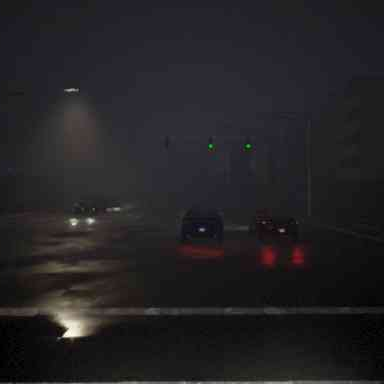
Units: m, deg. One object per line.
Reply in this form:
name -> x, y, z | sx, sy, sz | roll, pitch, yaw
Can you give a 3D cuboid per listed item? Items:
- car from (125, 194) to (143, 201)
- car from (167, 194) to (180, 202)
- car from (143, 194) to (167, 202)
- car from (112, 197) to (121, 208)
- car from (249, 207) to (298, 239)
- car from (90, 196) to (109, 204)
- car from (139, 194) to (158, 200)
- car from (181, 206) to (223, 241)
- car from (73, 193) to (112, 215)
car -> -12.609, 1.117, 72.215 | 1.837, 1.490, 4.892 | 0, 0, -45
car -> -4.243, 1.253, 67.073 | 1.837, 1.490, 4.892 | 0, 0, -32
car -> -7.338, 1.285, 65.439 | 1.812, 1.442, 4.674 | 0, 0, -32
car -> -10.582, 1.428, 44.390 | 1.994, 1.385, 4.181 | 0, 1, -9
car -> 4.056, 1.502, 16.914 | 1.812, 1.442, 4.674 | 0, 0, 3
car -> -17.099, 1.441, 61.137 | 1.895, 1.301, 4.718 | 0, 0, -35
car -> -9.696, 1.089, 74.227 | 1.812, 1.442, 4.674 | 0, 0, -45
car -> 0.541, 1.452, 16.653 | 1.882, 1.535, 5.008 | 0, 0, 2
car -> -9.954, 1.145, 33.043 | 2.150, 2.045, 5.566 | 0, 0, 0
